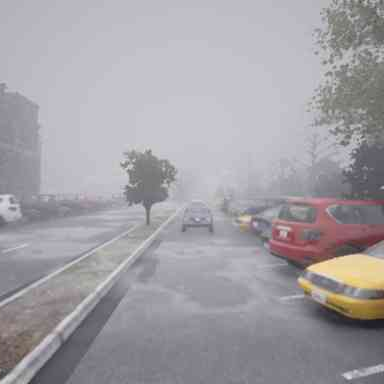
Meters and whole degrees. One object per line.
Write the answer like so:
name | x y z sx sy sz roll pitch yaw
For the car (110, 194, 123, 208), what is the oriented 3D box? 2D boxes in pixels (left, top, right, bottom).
car | -12.678 1.457 46.728 5.008 1.535 2.097 -1 0 -19

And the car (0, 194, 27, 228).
car | -13.169 1.208 19.654 5.566 2.045 2.435 -1 0 -19

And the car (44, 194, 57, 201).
car | -30.848 1.121 72.753 2.231 1.521 4.892 0 -1 -18

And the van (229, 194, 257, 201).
van | 4.977 1.254 21.479 4.442 1.987 1.878 1 0 -19

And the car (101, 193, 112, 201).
car | -23.006 1.378 89.505 2.435 2.045 5.566 1 -3 -18

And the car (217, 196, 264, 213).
car | 5.283 1.351 36.397 4.553 1.767 2.185 1 0 -19

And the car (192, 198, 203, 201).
car | 0.672 1.516 41.802 1.812 1.442 4.674 0 0 1

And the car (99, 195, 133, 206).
car | -12.668 1.429 55.730 5.366 1.575 1.946 -1 1 -19

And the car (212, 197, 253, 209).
car | 5.649 1.474 46.228 5.366 1.575 1.946 1 0 -19

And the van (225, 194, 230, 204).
van | 5.021 1.253 24.457 4.442 1.987 1.878 1 0 -19

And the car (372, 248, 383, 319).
car | 4.837 1.487 3.678 4.892 1.521 2.231 1 0 -19

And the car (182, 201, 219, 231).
car | 0.339 1.543 20.601 2.033 1.411 5.357 0 0 1

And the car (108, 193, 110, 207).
car | -12.762 1.332 40.710 4.553 1.767 2.185 -1 0 -19

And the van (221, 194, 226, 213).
van | 5.065 1.252 27.434 4.442 1.987 1.878 1 0 -19

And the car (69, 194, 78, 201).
car | -32.058 1.506 89.778 2.185 1.767 4.553 1 -3 -18

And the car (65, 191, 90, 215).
car | -12.926 1.206 31.701 5.566 2.045 2.435 -1 0 -19

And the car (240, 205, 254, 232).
car | 5.018 1.513 15.583 4.792 1.488 2.163 1 0 -19

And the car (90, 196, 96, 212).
car | -12.872 1.487 34.705 4.792 1.488 2.163 -1 0 -19

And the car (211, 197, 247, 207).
car | 5.526 1.475 49.555 4.892 1.521 2.231 1 0 -19

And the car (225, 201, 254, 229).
car | 4.861 1.477 18.482 5.366 1.575 1.946 1 0 -19

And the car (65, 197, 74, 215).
car | -12.969 1.487 28.694 4.792 1.488 2.163 -1 0 -19

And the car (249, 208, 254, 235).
car | 4.920 1.513 12.581 4.792 1.488 2.163 1 0 -19

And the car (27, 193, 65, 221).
car | -13.072 1.208 25.661 5.566 2.045 2.435 -1 0 -19

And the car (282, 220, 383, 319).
car | 4.696 1.480 6.581 5.366 1.575 1.946 1 0 -19

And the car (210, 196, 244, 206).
car | 5.596 1.473 52.949 4.892 1.521 2.231 1 0 -19

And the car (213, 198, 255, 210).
car | 5.393 1.505 42.757 4.792 1.488 2.163 1 0 -19

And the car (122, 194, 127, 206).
car | -12.614 1.494 49.753 4.674 1.452 2.002 -1 0 -19

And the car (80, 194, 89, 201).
car | -29.023 1.502 89.627 2.185 1.767 4.553 1 -3 -18

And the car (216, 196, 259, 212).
car | 5.394 1.352 39.387 4.553 1.767 2.185 1 0 -19

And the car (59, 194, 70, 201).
car | -27.891 1.159 72.669 2.002 1.452 4.674 1 -1 -18

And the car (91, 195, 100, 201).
car | -26.009 1.630 89.568 2.231 1.521 4.892 1 -3 -18

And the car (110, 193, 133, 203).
car | -12.580 1.194 52.753 5.566 2.045 2.435 -1 0 -19

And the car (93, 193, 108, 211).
car | -12.826 1.206 37.714 5.566 2.045 2.435 -1 0 -19

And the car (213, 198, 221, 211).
car | 5.248 1.228 30.463 5.566 2.045 2.435 1 0 -19

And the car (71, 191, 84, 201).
car | -24.917 0.867 72.563 2.435 2.045 5.566 1 -1 -18

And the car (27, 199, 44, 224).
car | -13.097 1.459 22.672 5.008 1.535 2.097 -1 0 -19

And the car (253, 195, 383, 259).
car | 4.933 1.233 9.632 5.566 2.045 2.435 1 0 -19
